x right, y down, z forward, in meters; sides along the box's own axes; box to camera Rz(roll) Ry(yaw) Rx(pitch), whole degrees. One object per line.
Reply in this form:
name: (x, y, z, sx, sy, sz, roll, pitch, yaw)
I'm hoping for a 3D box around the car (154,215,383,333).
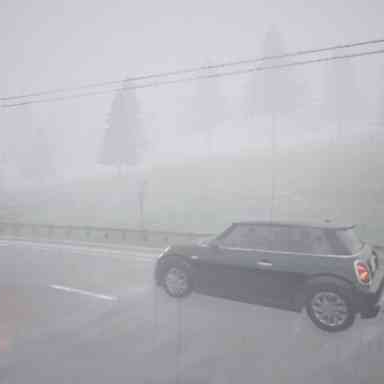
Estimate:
car: (1.381, 1.317, 6.939, 4.553, 1.767, 2.097, 0, 0, 34)
